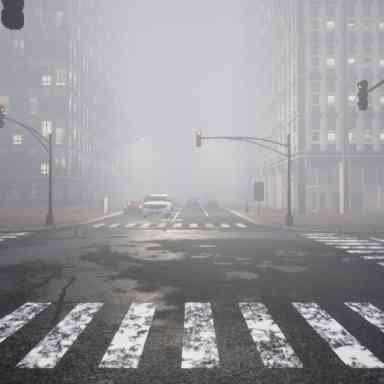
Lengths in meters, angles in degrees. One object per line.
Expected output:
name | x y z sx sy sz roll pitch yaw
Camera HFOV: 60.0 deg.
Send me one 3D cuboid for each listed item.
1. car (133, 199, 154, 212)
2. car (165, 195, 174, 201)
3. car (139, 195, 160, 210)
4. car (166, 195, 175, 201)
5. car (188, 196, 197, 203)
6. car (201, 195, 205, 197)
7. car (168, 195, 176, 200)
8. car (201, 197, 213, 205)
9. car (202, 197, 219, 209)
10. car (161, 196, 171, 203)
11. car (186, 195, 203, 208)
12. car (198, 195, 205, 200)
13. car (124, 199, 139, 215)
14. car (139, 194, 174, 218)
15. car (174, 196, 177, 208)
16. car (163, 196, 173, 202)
car | -5.677 1.597 39.307 1.802 1.307 4.206 1 0 0
car | -5.675 1.578 83.908 1.887 1.381 4.507 1 0 0
car | -5.671 1.332 44.882 2.192 1.841 5.009 1 0 0
car | -5.675 1.587 89.483 2.008 1.369 4.403 1 0 0
car | 0.078 1.589 70.951 1.994 1.385 4.181 0 0 0
car | 2.705 1.547 56.270 1.752 1.417 4.829 1 0 0
car | -5.676 1.605 95.059 1.947 1.339 4.313 1 0 0
car | 2.704 1.590 61.677 1.947 1.339 4.313 1 0 0
car | 2.703 1.599 44.944 1.802 1.307 4.206 1 0 0
car | -5.675 1.573 72.758 1.887 1.381 4.507 1 0 0
car | 0.100 1.566 48.816 2.033 1.411 5.357 0 0 0
car | 2.705 1.584 95.140 1.887 1.381 4.507 1 0 0
car | -5.674 1.453 33.732 1.967 1.590 4.097 1 0 0
car | -3.097 1.233 30.297 2.150 2.045 5.566 0 0 0
car | -3.097 1.541 40.219 1.812 1.442 4.674 0 0 0
car | -5.675 1.582 78.333 2.008 1.369 4.403 1 0 0
